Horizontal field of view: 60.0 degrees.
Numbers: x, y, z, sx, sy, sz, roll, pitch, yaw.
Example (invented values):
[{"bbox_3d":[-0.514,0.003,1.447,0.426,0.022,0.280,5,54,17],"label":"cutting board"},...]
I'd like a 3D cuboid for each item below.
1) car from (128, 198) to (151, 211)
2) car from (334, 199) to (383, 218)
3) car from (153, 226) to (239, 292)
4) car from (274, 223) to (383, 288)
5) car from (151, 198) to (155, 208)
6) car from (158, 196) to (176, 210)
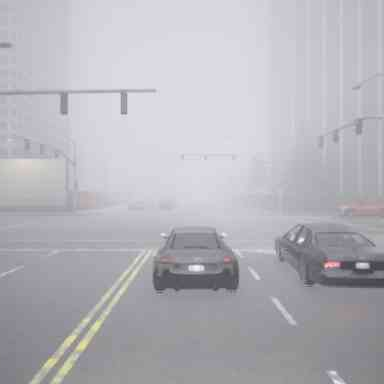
[{"bbox_3d":[-7.077,1.768,43.895,2.033,1.411,5.357,0,0,0],"label":"car"},{"bbox_3d":[15.511,1.450,30.583,4.553,1.767,2.097,0,0,0],"label":"car"},{"bbox_3d":[0.056,1.609,9.091,1.994,1.385,4.181,0,0,-1],"label":"car"},{"bbox_3d":[3.695,1.595,9.451,2.033,1.411,5.357,0,0,3],"label":"car"},{"bbox_3d":[-7.058,1.773,53.337,1.837,1.490,4.892,0,0,0],"label":"car"},{"bbox_3d":[-3.574,1.737,46.247,1.837,1.490,4.892,0,0,0],"label":"car"}]
